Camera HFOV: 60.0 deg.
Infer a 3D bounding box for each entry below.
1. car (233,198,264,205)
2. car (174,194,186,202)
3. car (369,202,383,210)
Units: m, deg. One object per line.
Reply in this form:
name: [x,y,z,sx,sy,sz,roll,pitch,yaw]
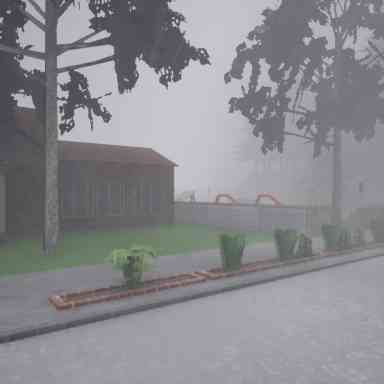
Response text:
car: [7.219,1.504,42.083,1.837,1.490,4.892,0,0,-35]
car: [-3.013,1.311,56.630,2.150,2.045,5.566,0,0,-35]
car: [17.259,1.526,27.941,1.812,1.442,4.674,0,0,-35]
